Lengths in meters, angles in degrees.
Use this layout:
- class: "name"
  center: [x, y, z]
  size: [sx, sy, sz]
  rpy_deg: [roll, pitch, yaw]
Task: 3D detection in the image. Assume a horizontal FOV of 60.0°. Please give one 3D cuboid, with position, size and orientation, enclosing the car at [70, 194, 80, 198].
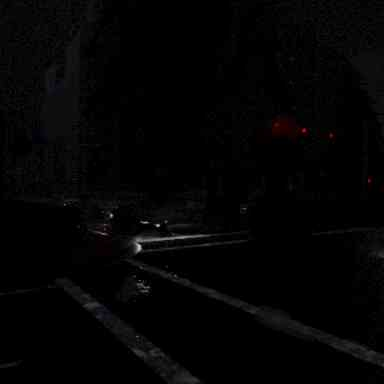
- class: "car"
  center: [-15.481, 1.277, 42.543]
  size: [2.150, 2.045, 5.566]
  rpy_deg: [1, 0, -36]

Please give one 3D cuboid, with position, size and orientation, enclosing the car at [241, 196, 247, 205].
- class: "car"
  center: [7.175, 1.445, 50.660]
  size: [1.905, 1.878, 3.866]
  rpy_deg: [1, 0, -36]

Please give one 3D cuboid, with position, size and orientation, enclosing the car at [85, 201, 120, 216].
- class: "car"
  center: [-9.238, 1.658, 33.902]
  size: [1.895, 1.301, 4.718]
  rpy_deg: [1, 0, -36]

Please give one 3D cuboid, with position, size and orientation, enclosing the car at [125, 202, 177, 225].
- class: "car"
  center: [-3.270, 1.563, 25.663]
  size: [1.837, 1.490, 4.892]
  rpy_deg: [1, 0, -36]

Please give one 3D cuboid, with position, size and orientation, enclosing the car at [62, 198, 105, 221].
- class: "car"
  center: [-8.778, 1.502, 27.300]
  size: [1.882, 1.535, 5.008]
  rpy_deg: [1, 0, -36]

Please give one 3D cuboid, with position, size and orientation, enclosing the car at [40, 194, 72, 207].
- class: "car"
  center: [-14.972, 1.375, 35.861]
  size: [2.097, 1.767, 4.553]
  rpy_deg: [1, 0, -36]

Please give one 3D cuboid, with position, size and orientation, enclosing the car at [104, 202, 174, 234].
- class: "car"
  center: [-3.211, 1.531, 19.604]
  size: [1.837, 1.490, 4.892]
  rpy_deg: [1, 0, -36]

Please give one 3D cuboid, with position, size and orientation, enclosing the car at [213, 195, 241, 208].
- class: "car"
  center: [4.784, 1.417, 48.949]
  size: [1.905, 1.878, 3.866]
  rpy_deg: [1, 0, -36]
